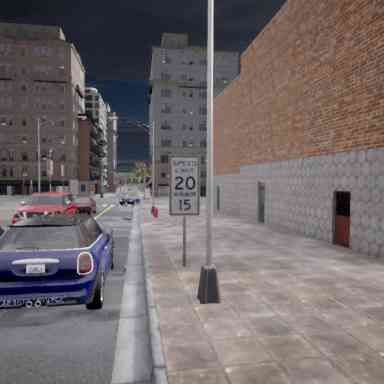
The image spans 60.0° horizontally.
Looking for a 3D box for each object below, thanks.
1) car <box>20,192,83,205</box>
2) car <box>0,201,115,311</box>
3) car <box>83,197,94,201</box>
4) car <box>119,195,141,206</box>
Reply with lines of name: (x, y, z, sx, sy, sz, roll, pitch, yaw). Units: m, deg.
car: (-7.500, 1.020, 17.569, 2.150, 2.045, 5.566, 0, 1, -10)
car: (-2.966, 1.278, 7.665, 2.097, 1.767, 4.553, 0, 1, -9)
car: (-9.191, 1.144, 27.894, 1.882, 1.535, 5.008, 0, 1, -9)
car: (-7.927, 1.085, 42.899, 1.895, 1.301, 4.718, 1, 0, 3)
